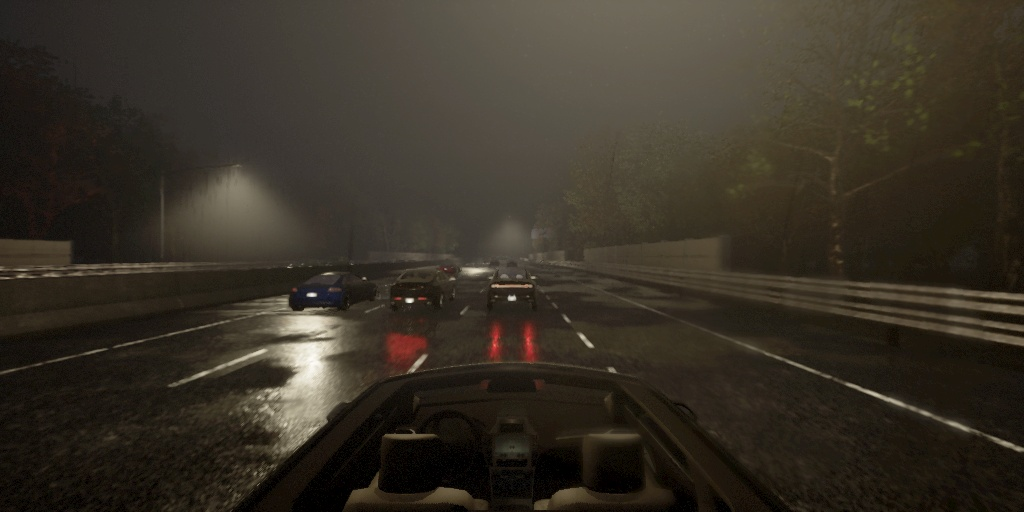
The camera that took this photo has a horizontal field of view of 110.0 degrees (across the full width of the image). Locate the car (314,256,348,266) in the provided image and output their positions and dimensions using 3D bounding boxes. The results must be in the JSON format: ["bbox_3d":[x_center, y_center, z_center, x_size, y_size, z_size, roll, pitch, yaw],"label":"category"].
[{"bbox_3d":[-24.547,1.043,49.765,2.150,2.045,5.566,0,0,1],"label":"car"}]

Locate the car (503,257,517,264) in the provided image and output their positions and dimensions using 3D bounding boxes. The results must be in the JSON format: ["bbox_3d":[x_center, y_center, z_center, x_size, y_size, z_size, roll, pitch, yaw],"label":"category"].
[{"bbox_3d":[-0.009,1.348,64.312,2.128,1.511,4.902,0,0,0],"label":"car"}]

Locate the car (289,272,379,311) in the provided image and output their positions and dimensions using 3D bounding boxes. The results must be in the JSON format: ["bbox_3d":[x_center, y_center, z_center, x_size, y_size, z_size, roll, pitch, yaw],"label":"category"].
[{"bbox_3d":[-7.002,1.335,14.548,1.994,1.385,4.181,0,0,0],"label":"car"}]

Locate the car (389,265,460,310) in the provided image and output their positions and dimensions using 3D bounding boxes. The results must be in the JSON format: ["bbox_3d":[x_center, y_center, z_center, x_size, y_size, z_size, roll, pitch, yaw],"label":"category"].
[{"bbox_3d":[-3.502,1.278,14.701,1.837,1.490,4.892,0,0,0],"label":"car"}]

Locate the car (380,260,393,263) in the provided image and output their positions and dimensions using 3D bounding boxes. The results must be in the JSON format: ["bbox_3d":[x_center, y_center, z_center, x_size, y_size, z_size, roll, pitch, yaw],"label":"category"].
[{"bbox_3d":[-17.551,1.357,50.259,1.812,1.442,4.674,0,0,1],"label":"car"}]

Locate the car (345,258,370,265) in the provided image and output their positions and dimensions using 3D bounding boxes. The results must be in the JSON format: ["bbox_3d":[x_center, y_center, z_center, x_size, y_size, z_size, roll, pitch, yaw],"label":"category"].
[{"bbox_3d":[-21.047,1.357,50.215,1.812,1.442,4.674,0,0,1],"label":"car"}]

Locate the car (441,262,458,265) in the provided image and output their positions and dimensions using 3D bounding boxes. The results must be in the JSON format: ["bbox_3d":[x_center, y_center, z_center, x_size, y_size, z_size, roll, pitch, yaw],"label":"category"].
[{"bbox_3d":[-7.007,1.378,39.807,1.994,1.385,4.181,0,0,0],"label":"car"}]

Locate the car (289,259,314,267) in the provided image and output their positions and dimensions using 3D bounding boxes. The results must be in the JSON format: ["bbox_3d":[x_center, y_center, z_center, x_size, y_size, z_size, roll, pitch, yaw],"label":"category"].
[{"bbox_3d":[-28.029,1.180,48.637,2.097,1.767,4.553,0,0,1],"label":"car"}]

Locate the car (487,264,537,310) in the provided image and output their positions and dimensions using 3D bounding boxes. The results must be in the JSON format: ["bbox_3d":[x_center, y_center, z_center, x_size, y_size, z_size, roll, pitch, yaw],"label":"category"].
[{"bbox_3d":[-0.003,1.264,14.857,2.128,1.511,4.902,0,0,0],"label":"car"}]
